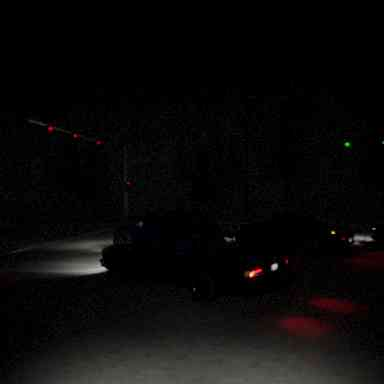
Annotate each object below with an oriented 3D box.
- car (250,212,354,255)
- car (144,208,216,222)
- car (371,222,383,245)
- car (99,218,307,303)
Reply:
[{"bbox_3d":[3.917,1.546,13.319,4.674,1.442,1.812,-2,-1,44],"label":"car"},{"bbox_3d":[-1.011,1.469,12.951,4.553,1.767,2.097,-1,0,38],"label":"car"},{"bbox_3d":[9.351,1.408,12.401,1.837,1.490,4.892,1,-1,-37],"label":"car"},{"bbox_3d":[-0.185,1.614,8.419,5.357,1.411,2.033,-2,-1,43],"label":"car"}]
